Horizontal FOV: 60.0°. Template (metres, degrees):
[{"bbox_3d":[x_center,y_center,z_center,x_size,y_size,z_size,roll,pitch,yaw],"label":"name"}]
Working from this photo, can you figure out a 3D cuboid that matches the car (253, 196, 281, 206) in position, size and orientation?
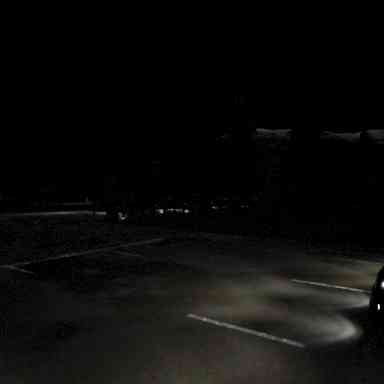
[{"bbox_3d":[11.614,1.423,51.225,4.902,1.511,2.128,0,0,-32],"label":"car"}]

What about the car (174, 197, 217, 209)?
[{"bbox_3d":[0.527,1.420,43.027,4.892,1.490,1.837,0,0,-41],"label":"car"}]

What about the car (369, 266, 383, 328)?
[{"bbox_3d":[5.064,1.352,4.633,4.553,1.767,2.097,0,0,36],"label":"car"}]

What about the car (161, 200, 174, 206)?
[{"bbox_3d":[-2.825,1.425,44.716,4.674,1.442,1.812,0,0,-42],"label":"car"}]

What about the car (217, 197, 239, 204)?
[{"bbox_3d":[4.795,1.458,50.978,5.357,1.411,2.033,0,0,-37],"label":"car"}]

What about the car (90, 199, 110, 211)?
[{"bbox_3d":[-9.278,1.494,38.340,1.895,1.301,4.718,0,0,43],"label":"car"}]

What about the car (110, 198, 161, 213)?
[{"bbox_3d":[-6.119,1.414,36.535,1.837,1.490,4.892,0,0,43],"label":"car"}]
